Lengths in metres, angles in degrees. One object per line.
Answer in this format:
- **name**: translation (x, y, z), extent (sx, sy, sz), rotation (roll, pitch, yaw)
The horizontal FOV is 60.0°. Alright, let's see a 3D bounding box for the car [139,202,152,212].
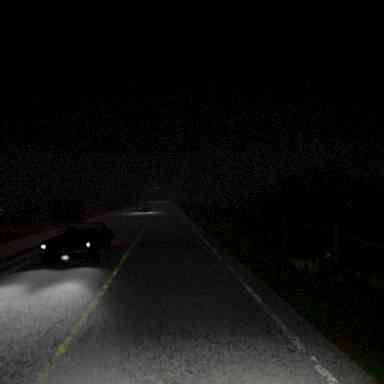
- **car**: translation (-7.488, 2.390, 53.428), extent (1.882, 1.535, 5.008), rotation (-2, -1, -4)

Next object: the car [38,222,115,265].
- **car**: translation (-4.355, 1.896, 13.203), extent (1.895, 1.301, 4.718), rotation (-2, -1, -4)
